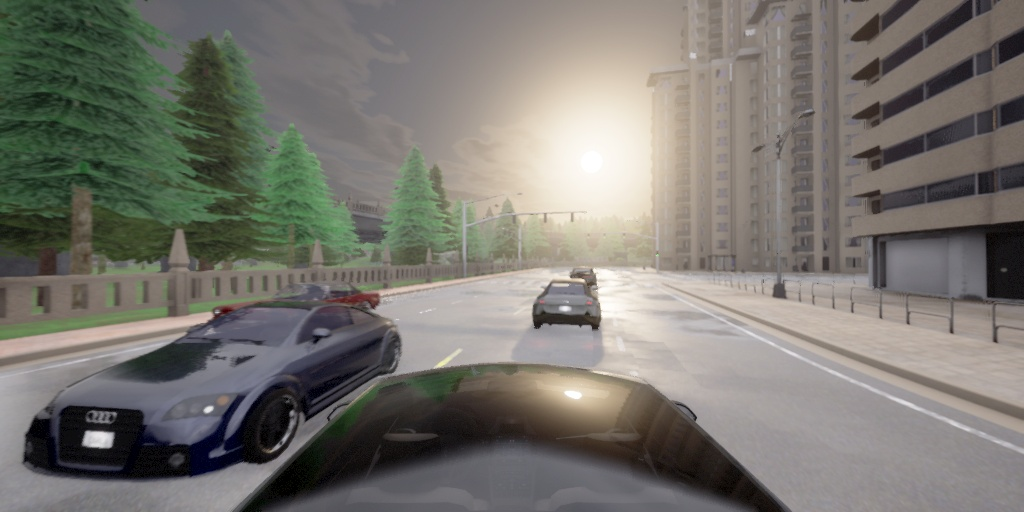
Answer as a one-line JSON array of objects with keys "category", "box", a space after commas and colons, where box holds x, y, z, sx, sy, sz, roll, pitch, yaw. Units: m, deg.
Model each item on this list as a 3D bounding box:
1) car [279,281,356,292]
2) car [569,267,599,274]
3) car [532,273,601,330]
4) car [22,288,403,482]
[{"category": "car", "box": [-5.902, 1.439, 10.484, 1.895, 1.301, 4.718, 0, -1, 11]}, {"category": "car", "box": [5.156, 1.547, 25.935, 1.837, 1.490, 4.892, 0, -1, 14]}, {"category": "car", "box": [1.847, 1.435, 11.777, 1.994, 1.385, 4.181, 0, -1, 11]}, {"category": "car", "box": [-3.161, 1.344, 4.923, 1.994, 1.385, 4.181, 0, -1, 7]}]
